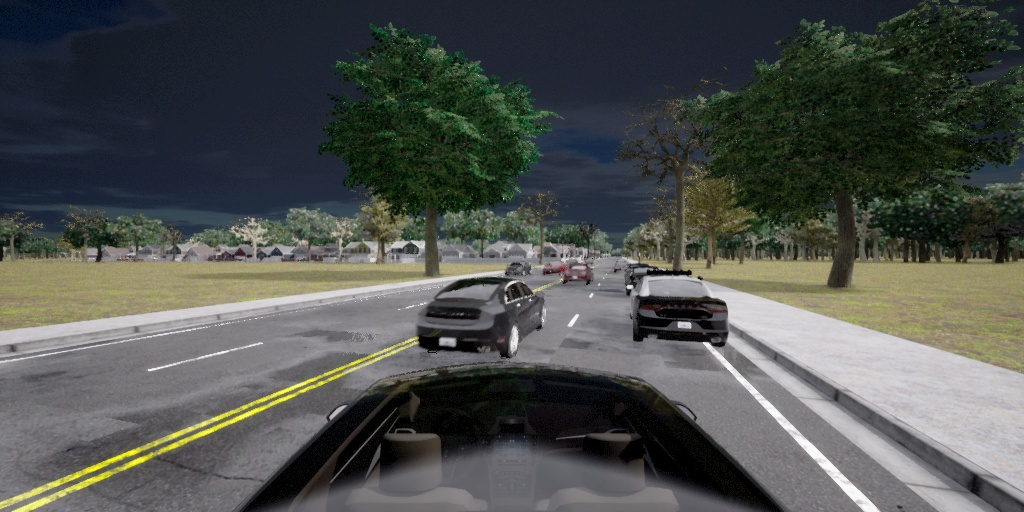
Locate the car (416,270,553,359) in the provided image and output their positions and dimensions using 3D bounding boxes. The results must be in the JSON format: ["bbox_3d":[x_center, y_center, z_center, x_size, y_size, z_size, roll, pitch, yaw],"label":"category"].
[{"bbox_3d":[-0.433,1.255,8.599,1.837,1.490,4.892,0,0,17],"label":"car"}]

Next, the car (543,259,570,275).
[{"bbox_3d":[4.444,1.245,36.880,1.882,1.535,5.008,0,0,17],"label":"car"}]

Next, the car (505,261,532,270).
[{"bbox_3d":[0.706,1.269,35.729,1.837,1.490,4.892,0,0,17],"label":"car"}]

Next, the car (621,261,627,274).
[{"bbox_3d":[8.744,1.263,24.846,1.837,1.490,4.892,0,0,17],"label":"car"}]

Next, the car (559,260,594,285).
[{"bbox_3d":[4.958,1.283,26.573,1.812,1.442,4.674,0,0,17],"label":"car"}]

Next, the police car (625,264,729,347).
[{"bbox_3d":[4.180,1.176,9.625,1.930,1.638,5.238,0,0,17],"label":"police car"}]

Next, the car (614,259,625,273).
[{"bbox_3d":[13.595,1.327,44.396,2.033,1.411,5.357,0,0,17],"label":"car"}]

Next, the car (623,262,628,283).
[{"bbox_3d":[7.020,1.259,19.099,1.837,1.490,4.892,0,0,17],"label":"car"}]
